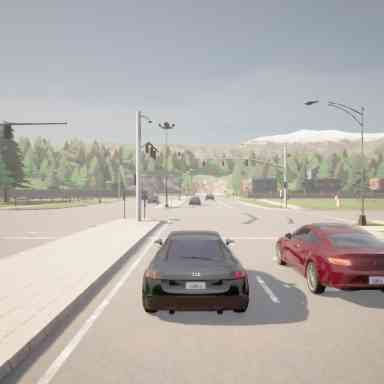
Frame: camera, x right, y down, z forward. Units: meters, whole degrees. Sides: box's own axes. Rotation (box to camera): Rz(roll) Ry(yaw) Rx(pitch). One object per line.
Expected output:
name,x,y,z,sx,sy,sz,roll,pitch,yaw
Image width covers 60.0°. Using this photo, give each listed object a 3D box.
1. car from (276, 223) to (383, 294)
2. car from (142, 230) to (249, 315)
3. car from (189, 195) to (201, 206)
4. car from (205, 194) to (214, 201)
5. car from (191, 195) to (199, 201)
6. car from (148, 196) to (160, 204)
car,3.554,1.526,8.673,1.812,1.442,4.674,0,0,0
car,0.056,1.564,7.669,1.994,1.385,4.181,0,0,0
car,0.491,1.563,56.673,1.994,1.385,4.181,0,0,1
car,4.335,1.188,82.024,2.097,1.767,4.553,0,0,1
car,0.836,1.428,82.129,1.895,1.301,4.718,0,0,1
car,-7.440,1.506,64.818,1.837,1.490,4.892,0,0,1
